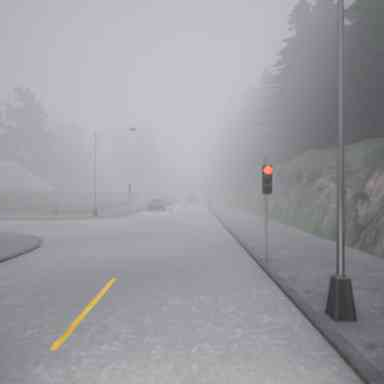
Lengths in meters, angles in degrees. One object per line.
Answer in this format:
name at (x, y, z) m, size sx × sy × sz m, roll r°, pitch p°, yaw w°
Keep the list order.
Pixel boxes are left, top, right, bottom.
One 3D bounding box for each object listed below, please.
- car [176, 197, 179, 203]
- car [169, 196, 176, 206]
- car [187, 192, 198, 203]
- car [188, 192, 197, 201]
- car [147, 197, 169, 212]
car at (-3.899, 1.459, 68.356) m, size 1.812 × 1.442 × 4.674 m, roll 0°, pitch 0°, yaw 0°
car at (-4.005, 1.480, 52.336) m, size 1.812 × 1.442 × 4.674 m, roll 0°, pitch 0°, yaw 0°
car at (0.103, 1.291, 68.800) m, size 2.097 × 1.767 × 4.553 m, roll 0°, pitch 0°, yaw 0°
car at (0.118, 1.039, 78.895) m, size 2.150 × 2.045 × 5.566 m, roll 0°, pitch 0°, yaw 0°
car at (-4.037, 1.472, 38.433) m, size 1.837 × 1.490 × 4.892 m, roll 0°, pitch 0°, yaw 0°
